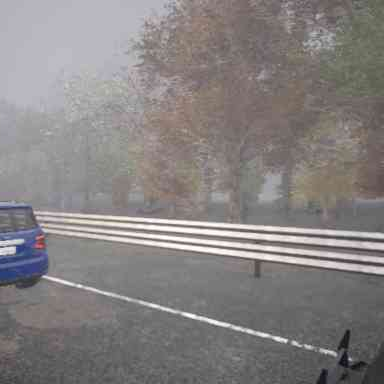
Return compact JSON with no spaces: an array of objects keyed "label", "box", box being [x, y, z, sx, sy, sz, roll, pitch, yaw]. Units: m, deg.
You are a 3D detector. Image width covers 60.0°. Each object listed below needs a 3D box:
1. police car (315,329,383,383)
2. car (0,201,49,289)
[{"label":"police car","box":[3.221,1.505,1.570,4.974,1.542,2.038,0,0,35]},{"label":"car","box":[-5.708,1.226,7.970,5.566,2.045,2.150,0,0,36]}]
